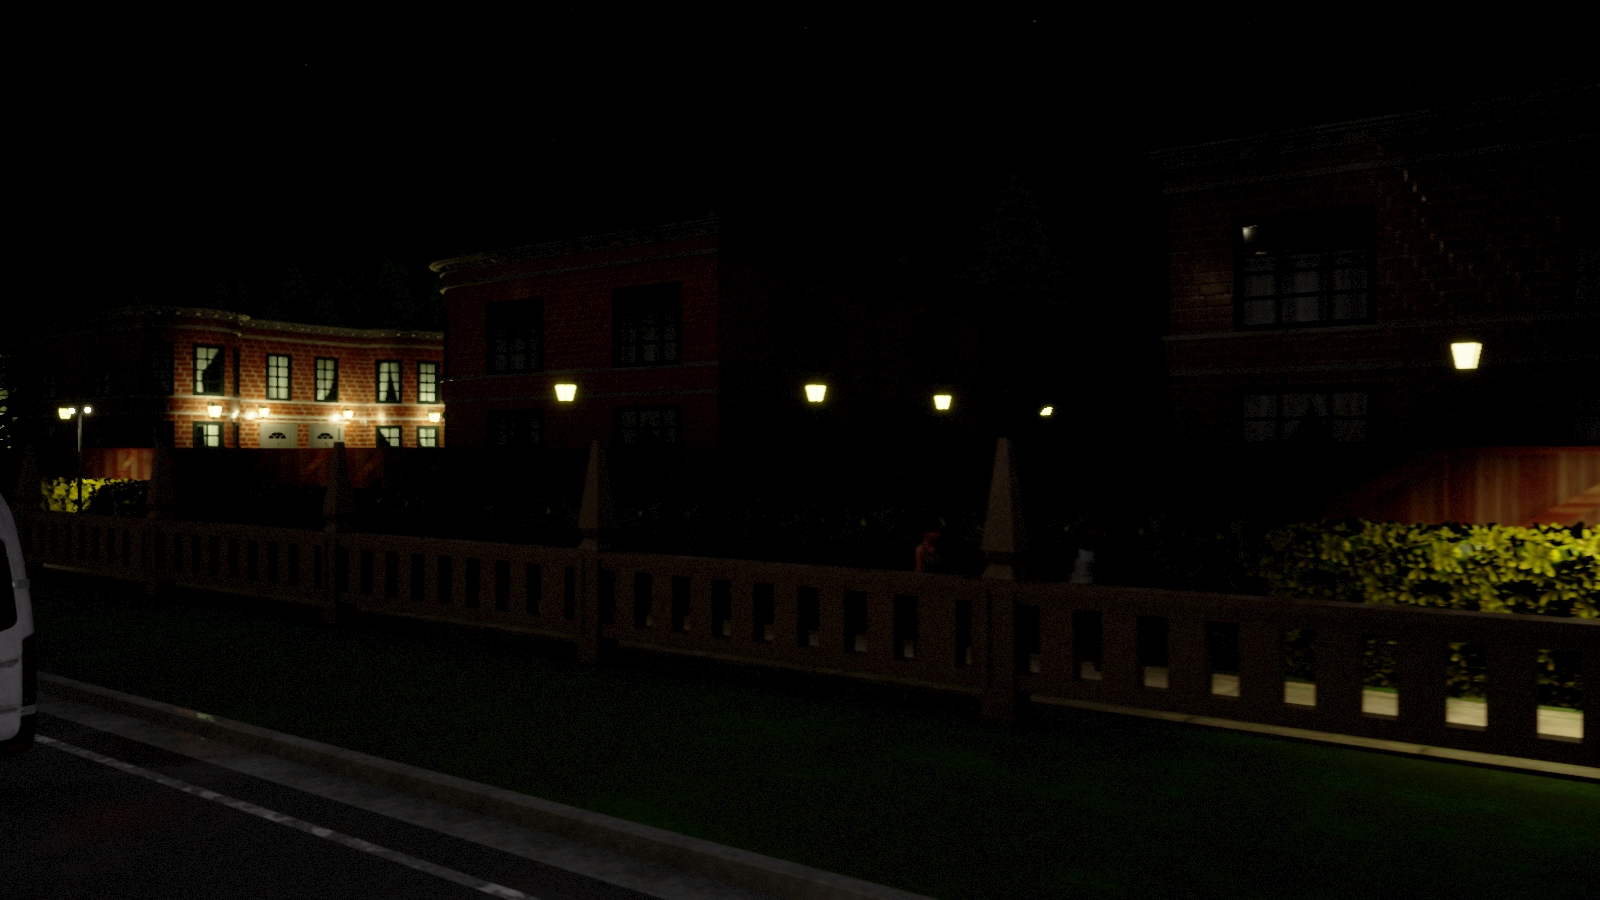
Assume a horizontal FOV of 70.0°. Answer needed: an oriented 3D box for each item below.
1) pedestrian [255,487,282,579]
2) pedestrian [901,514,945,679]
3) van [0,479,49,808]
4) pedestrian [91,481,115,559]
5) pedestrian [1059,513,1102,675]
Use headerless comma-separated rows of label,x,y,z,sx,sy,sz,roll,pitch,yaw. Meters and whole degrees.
pedestrian,-10.932,1.692,23.489,0.375,1.860,0.375,0,0,35
pedestrian,1.435,1.695,13.341,0.375,1.860,0.375,0,0,36
van,-9.073,1.532,10.134,5.915,2.561,1.988,0,0,35
pedestrian,-16.971,1.690,27.811,0.375,1.860,0.375,0,0,36
pedestrian,3.343,1.695,13.605,0.375,1.860,0.375,0,0,38
